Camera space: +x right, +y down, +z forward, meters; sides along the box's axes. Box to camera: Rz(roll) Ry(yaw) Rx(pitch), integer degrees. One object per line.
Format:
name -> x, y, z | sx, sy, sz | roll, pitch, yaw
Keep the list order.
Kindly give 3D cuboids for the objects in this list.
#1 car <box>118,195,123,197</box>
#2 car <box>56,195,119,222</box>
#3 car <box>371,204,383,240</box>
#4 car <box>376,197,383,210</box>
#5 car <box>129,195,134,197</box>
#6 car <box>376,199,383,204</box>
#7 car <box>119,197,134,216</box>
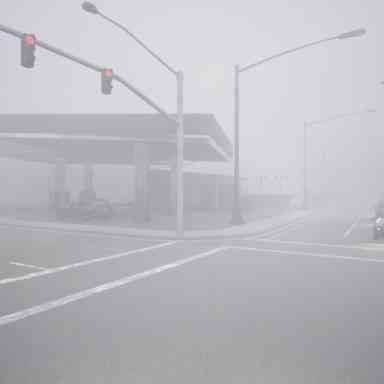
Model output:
car -> -20.489, 1.478, 86.618 | 5.008, 1.535, 1.882 | 0, 0, -24
car -> -8.220, 1.295, 25.296 | 4.611, 1.667, 2.242 | 0, 0, 31
car -> 10.116, 1.547, 16.657 | 2.033, 1.411, 5.357 | 0, 0, 29
car -> 25.100, 1.491, 42.977 | 2.128, 1.511, 4.902 | 0, 0, 30
car -> -16.208, 1.524, 91.885 | 4.674, 1.442, 1.812 | 0, 0, -18
car -> 14.968, 1.505, 25.259 | 1.837, 1.490, 4.892 | 0, 0, 30
car -> -5.960, 1.456, 30.632 | 3.806, 1.475, 1.970 | 0, 0, 31
